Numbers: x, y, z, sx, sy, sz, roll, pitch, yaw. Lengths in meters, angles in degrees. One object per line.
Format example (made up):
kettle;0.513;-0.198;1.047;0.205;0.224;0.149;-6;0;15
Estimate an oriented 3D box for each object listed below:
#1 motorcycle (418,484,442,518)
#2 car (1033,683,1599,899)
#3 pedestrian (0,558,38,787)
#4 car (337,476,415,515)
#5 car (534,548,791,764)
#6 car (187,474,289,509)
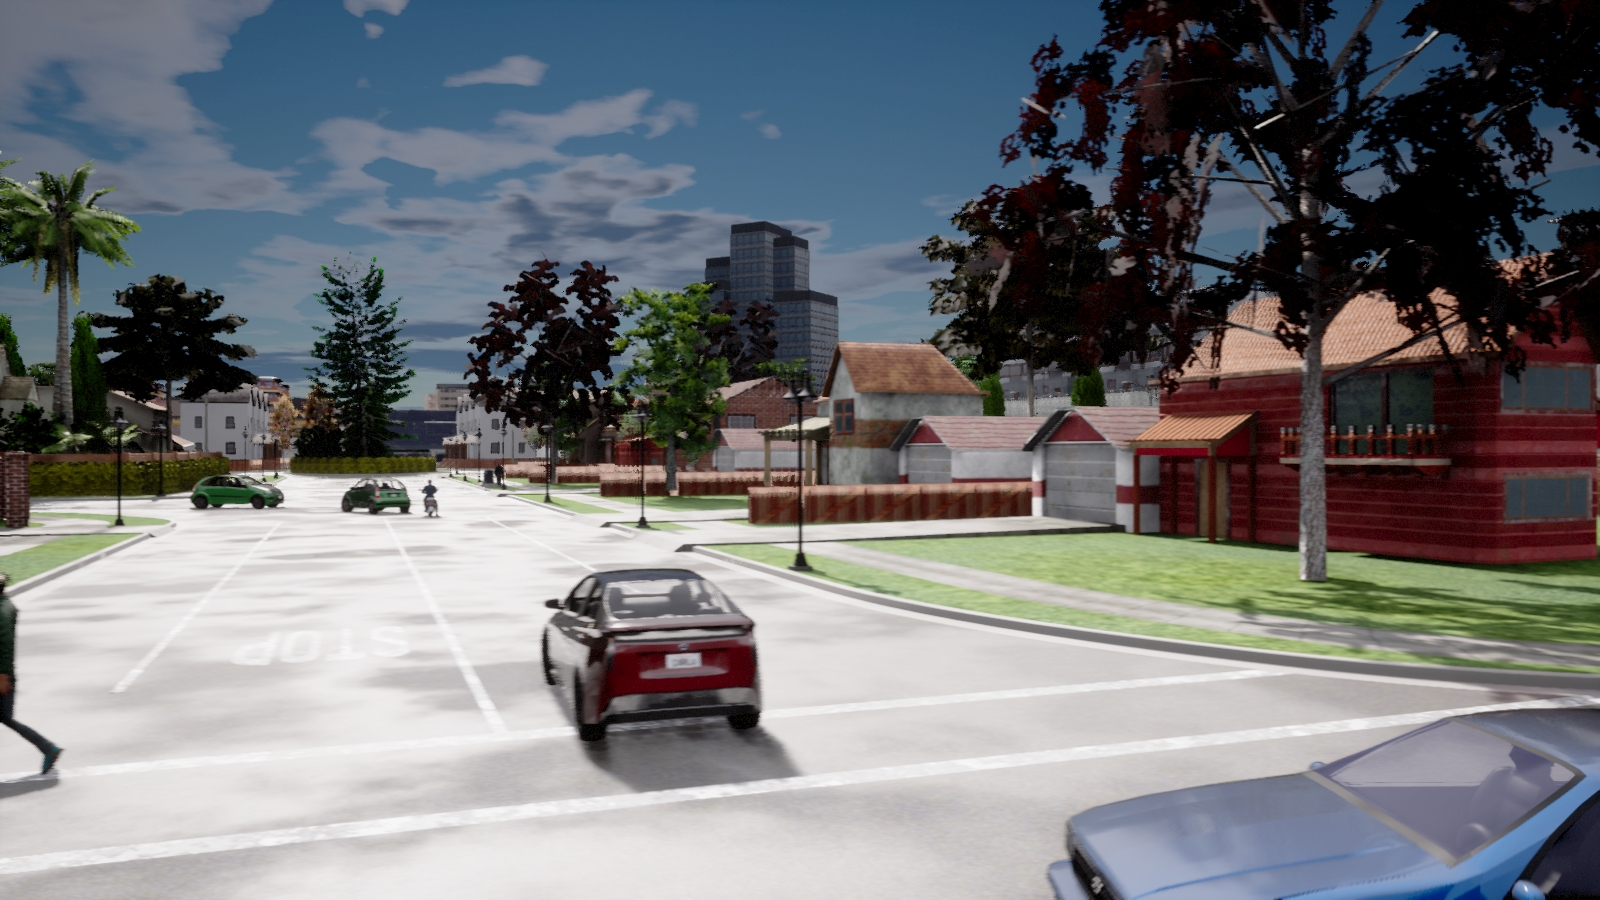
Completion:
motorcycle;-15.804;2.167;48.753;0.856;1.341;1.805;0;0;-22
car;4.069;2.091;5.776;5.357;1.411;2.033;0;0;-1
pedestrian;-6.682;1.861;9.636;0.375;1.860;0.375;0;0;-27
car;-19.432;2.044;52.246;1.851;1.617;3.988;0;0;-45
car;-1.732;2.050;12.654;2.007;1.525;4.514;0;0;-18
car;-26.982;1.990;54.917;3.988;1.617;1.851;0;0;0
